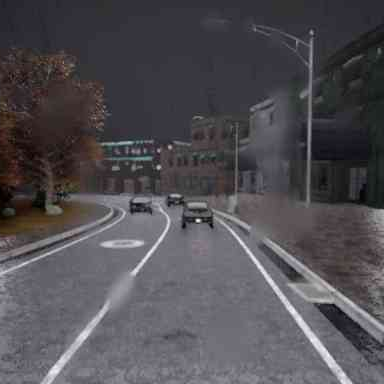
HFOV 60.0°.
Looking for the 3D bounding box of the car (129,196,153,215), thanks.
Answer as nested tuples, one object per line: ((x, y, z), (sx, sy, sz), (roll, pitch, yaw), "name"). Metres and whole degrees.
((-4.524, 1.133, 29.516), (1.882, 1.535, 5.008), (0, 1, -11), "car")

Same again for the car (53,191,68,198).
((-25.894, 0.420, 63.895), (4.718, 1.301, 1.895), (1, 3, 37), "car")

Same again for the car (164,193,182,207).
((-2.142, 0.913, 39.352), (1.882, 1.535, 5.008), (0, 1, -10), "car")

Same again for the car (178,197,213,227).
((0.226, 1.292, 20.824), (1.837, 1.490, 4.892), (0, 1, -3), "car")
